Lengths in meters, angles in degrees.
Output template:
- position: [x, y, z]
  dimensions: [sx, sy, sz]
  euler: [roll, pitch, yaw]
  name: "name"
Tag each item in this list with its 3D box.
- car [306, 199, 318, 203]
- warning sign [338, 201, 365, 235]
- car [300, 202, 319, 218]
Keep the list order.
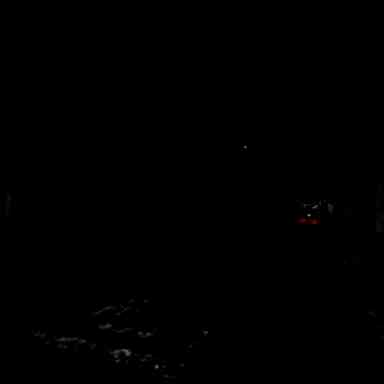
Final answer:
- position: [17.014, 2.136, 48.058]
  dimensions: [2.097, 1.767, 4.553]
  euler: [2, 0, 20]
  name: "car"
- position: [9.517, 1.520, 19.918]
  dimensions: [1.300, 1.860, 1.060]
  euler: [2, -1, 20]
  name: "warning sign"
- position: [13.164, 2.196, 37.243]
  dimensions: [1.895, 1.301, 4.718]
  euler: [2, 0, 20]
  name: "car"
